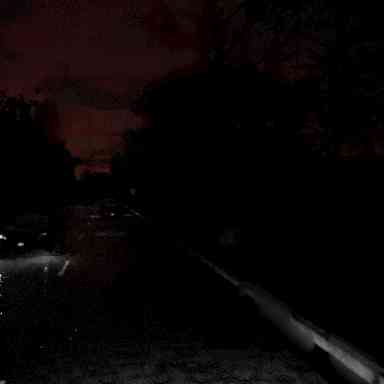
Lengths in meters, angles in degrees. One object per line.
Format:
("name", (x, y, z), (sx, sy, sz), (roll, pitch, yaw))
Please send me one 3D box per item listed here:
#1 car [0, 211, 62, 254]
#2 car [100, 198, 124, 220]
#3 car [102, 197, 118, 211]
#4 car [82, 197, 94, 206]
("car", (-6.681, 1.584, 14.132), (1.812, 1.442, 4.674), (-1, 0, -15))
("car", (-6.777, 1.556, 28.293), (1.812, 1.442, 4.674), (-1, 0, -14))
("car", (-10.634, 1.511, 43.214), (1.882, 1.535, 5.008), (-1, 0, -14))
("car", (-17.387, 1.614, 55.828), (2.033, 1.411, 5.357), (-1, 0, -14))
